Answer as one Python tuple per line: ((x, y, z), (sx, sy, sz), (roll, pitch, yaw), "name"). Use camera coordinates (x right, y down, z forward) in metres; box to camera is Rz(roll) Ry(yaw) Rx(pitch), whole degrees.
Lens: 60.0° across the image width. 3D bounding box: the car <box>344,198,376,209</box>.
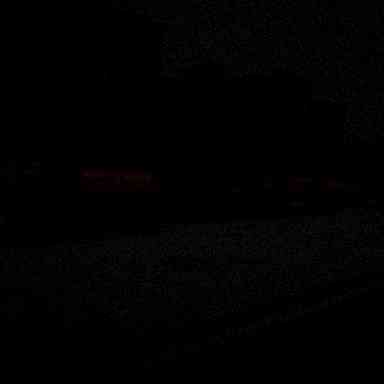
((24.410, 1.587, 48.535), (1.967, 1.590, 4.097), (0, 0, -36), "car")
